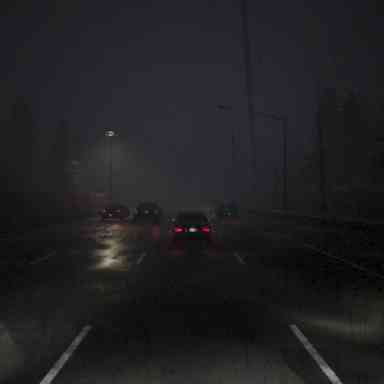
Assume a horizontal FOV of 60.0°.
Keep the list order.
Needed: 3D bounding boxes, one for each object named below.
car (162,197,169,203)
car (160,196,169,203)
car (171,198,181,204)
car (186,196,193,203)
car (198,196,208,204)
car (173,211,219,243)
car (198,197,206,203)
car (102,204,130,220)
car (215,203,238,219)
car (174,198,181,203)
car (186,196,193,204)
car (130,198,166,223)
[{"bbox_3d":[-7.627,2.182,84.161,2.097,1.767,4.553,0,-1,0],"label":"car"},{"bbox_3d":[-7.704,2.151,94.165,2.097,1.767,4.553,0,-1,0],"label":"car"},{"bbox_3d":[-4.127,2.179,84.188,2.097,1.767,4.553,0,-1,0],"label":"car"},{"bbox_3d":[-0.704,2.145,94.218,2.097,1.767,4.553,0,-1,0],"label":"car"},{"bbox_3d":[2.875,2.039,83.887,2.150,2.045,5.566,0,-1,0],"label":"car"},{"bbox_3d":[-0.010,1.713,16.899,2.033,1.411,5.357,0,-1,0],"label":"car"},{"bbox_3d":[2.795,2.264,94.274,1.882,1.535,5.008,0,-1,0],"label":"car"},{"bbox_3d":[-7.119,1.838,31.263,1.812,1.442,4.674,0,0,0],"label":"car"},{"bbox_3d":[3.368,1.809,32.827,2.128,1.511,4.902,0,-1,0],"label":"car"},{"bbox_3d":[-4.204,2.317,94.220,1.812,1.442,4.674,0,-1,0],"label":"car"},{"bbox_3d":[-0.628,2.416,84.273,1.895,1.301,4.718,0,-1,0],"label":"car"},{"bbox_3d":[-3.596,1.630,28.110,2.097,1.767,4.553,0,-1,0],"label":"car"}]
